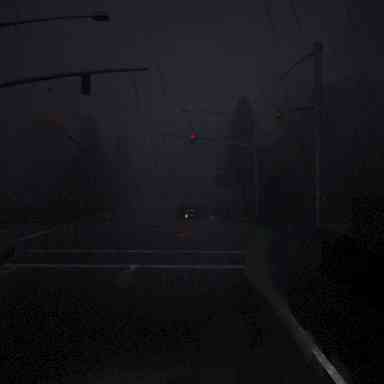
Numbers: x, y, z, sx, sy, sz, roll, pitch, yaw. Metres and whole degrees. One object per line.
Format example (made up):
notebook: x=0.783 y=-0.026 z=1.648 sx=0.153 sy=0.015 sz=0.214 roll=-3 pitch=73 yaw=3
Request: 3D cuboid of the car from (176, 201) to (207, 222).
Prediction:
car: x=0.036 y=1.505 z=26.816 sx=1.837 sy=1.490 sz=4.892 roll=3 pitch=0 yaw=11
